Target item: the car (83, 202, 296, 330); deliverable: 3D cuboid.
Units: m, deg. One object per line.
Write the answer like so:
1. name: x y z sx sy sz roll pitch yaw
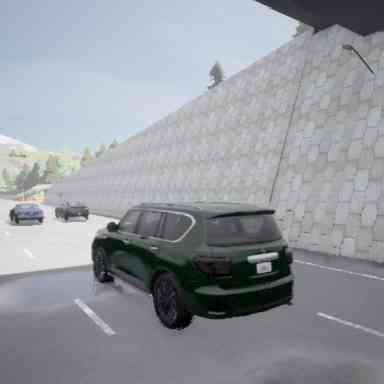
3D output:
1. car: -0.411 1.230 7.294 2.150 2.045 5.566 0 0 -34

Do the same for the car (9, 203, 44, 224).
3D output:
1. car: -12.546 1.567 25.135 2.033 1.411 5.357 0 0 -34

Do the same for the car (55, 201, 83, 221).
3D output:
1. car: -10.055 1.512 27.698 2.128 1.511 4.902 0 0 -34

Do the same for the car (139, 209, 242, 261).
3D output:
1. car: -0.279 1.536 13.326 1.812 1.442 4.674 0 0 -34
